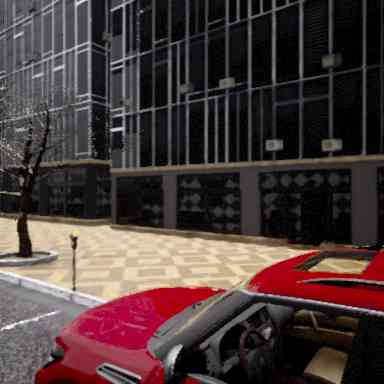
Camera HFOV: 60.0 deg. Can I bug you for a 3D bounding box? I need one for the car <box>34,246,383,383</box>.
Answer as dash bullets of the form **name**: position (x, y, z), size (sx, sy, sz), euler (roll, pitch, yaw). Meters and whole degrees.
- **car**: position (1.109, 1.315, 2.084), size (5.009, 1.841, 2.192), euler (0, 0, 35)
